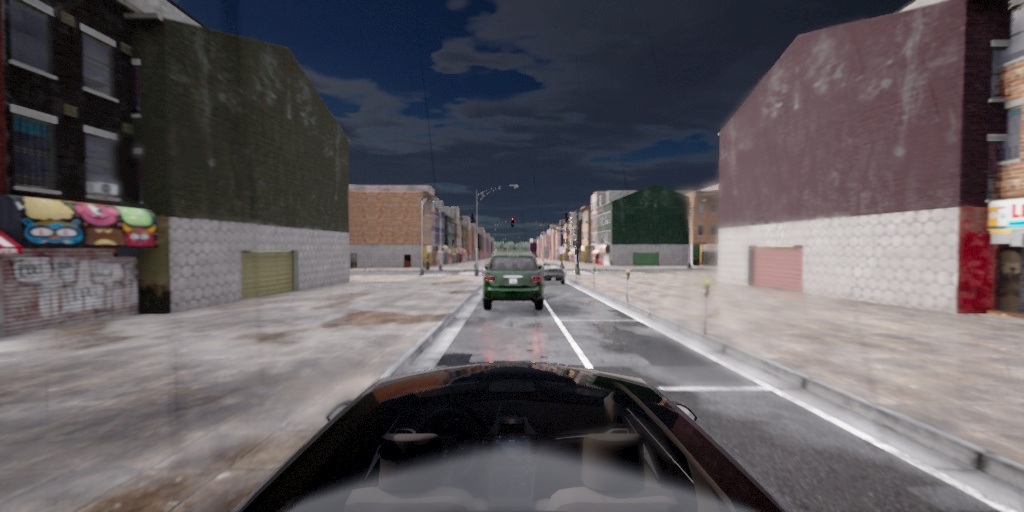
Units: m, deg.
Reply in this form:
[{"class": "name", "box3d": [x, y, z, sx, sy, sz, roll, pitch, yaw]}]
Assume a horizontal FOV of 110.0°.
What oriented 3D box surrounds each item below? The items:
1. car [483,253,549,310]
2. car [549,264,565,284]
[{"class": "car", "box3d": [0.049, 0.911, 14.485, 2.150, 2.045, 5.566, 0, 0, 0]}, {"class": "car", "box3d": [2.636, 1.192, 24.898, 2.007, 1.370, 4.403, 0, 0, 0]}]
